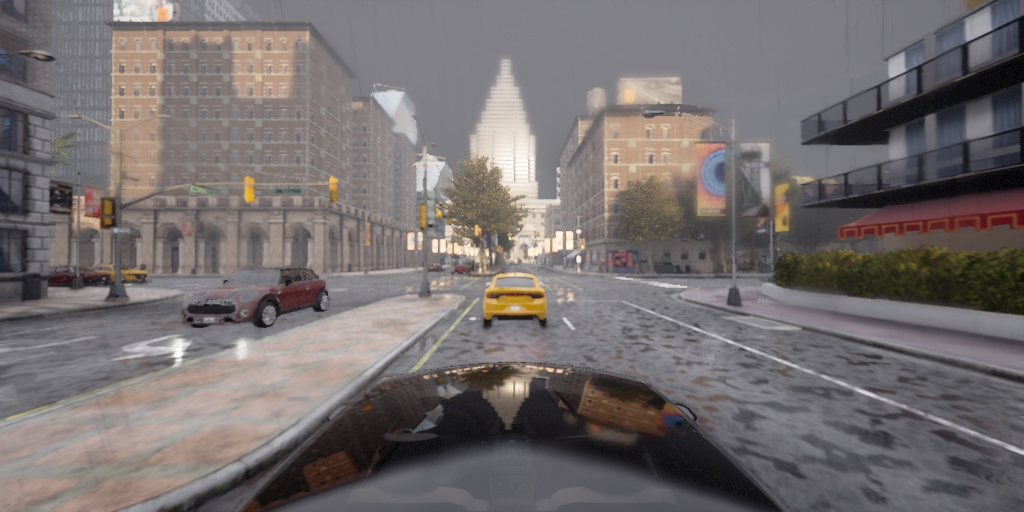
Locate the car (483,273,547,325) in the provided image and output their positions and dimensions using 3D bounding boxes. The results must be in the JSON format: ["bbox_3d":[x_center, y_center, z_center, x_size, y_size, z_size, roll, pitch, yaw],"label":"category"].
[{"bbox_3d":[0.093,1.338,12.424,1.882,1.535,5.008,0,-1,0],"label":"car"}]

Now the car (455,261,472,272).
[{"bbox_3d":[-8.043,1.928,57.908,1.895,1.301,4.718,0,-1,0],"label":"car"}]

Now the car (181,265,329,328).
[{"bbox_3d":[-7.993,1.125,11.712,2.097,1.767,4.553,0,-1,0],"label":"car"}]

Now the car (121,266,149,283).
[{"bbox_3d":[-34.604,1.529,31.149,5.008,1.535,1.882,0,-1,0],"label":"car"}]

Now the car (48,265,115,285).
[{"bbox_3d":[-33.965,1.493,27.651,5.008,1.535,1.882,0,-1,0],"label":"car"}]
